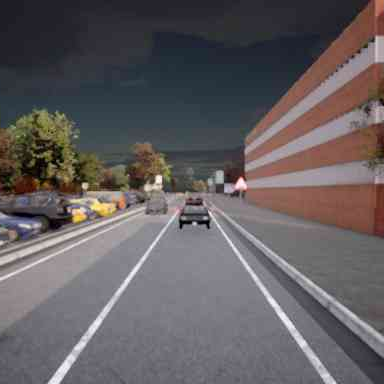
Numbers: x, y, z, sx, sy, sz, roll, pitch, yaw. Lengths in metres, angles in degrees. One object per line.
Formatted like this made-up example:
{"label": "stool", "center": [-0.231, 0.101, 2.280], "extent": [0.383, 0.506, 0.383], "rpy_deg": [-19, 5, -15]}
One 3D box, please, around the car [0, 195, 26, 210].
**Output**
{"label": "car", "center": [-21.843, 1.175, 37.755], "extent": [5.008, 1.535, 2.097], "rpy_deg": [0, 1, 0]}

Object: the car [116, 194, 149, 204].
{"label": "car", "center": [-9.262, 1.065, 51.947], "extent": [4.674, 1.452, 2.002], "rpy_deg": [0, 1, 0]}

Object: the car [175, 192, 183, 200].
{"label": "car", "center": [-2.685, 0.827, 72.896], "extent": [1.882, 1.535, 5.008], "rpy_deg": [0, 1, 1]}

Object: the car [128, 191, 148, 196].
{"label": "car", "center": [-9.262, 1.057, 49.120], "extent": [5.008, 1.535, 2.097], "rpy_deg": [0, 1, 0]}

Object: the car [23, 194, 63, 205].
{"label": "car", "center": [-21.847, 1.059, 49.048], "extent": [4.892, 1.521, 2.231], "rpy_deg": [0, 1, 0]}

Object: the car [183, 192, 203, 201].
{"label": "car", "center": [0.289, 0.956, 41.087], "extent": [2.097, 1.767, 4.553], "rpy_deg": [0, -6, 0]}

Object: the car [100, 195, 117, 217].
{"label": "car", "center": [-9.105, 1.285, 26.515], "extent": [5.366, 1.575, 1.946], "rpy_deg": [0, 1, 0]}

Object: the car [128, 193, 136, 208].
{"label": "car", "center": [-9.250, 1.204, 37.818], "extent": [4.792, 1.488, 2.163], "rpy_deg": [0, 1, 0]}

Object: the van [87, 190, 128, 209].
{"label": "van", "center": [-9.399, 0.977, 34.990], "extent": [4.442, 1.987, 1.878], "rpy_deg": [0, 1, 0]}

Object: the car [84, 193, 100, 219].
{"label": "car", "center": [-9.325, 1.191, 23.689], "extent": [4.553, 1.767, 2.185], "rpy_deg": [0, 1, 0]}

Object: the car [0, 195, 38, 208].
{"label": "car", "center": [-21.840, 1.147, 40.578], "extent": [5.008, 1.535, 2.097], "rpy_deg": [0, 1, 0]}

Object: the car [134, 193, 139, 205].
{"label": "car", "center": [-9.279, 1.186, 40.644], "extent": [4.674, 1.452, 2.002], "rpy_deg": [0, 1, 0]}

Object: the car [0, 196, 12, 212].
{"label": "car", "center": [-21.880, 1.233, 34.931], "extent": [4.792, 1.488, 2.163], "rpy_deg": [0, 1, 0]}

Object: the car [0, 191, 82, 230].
{"label": "car", "center": [-9.328, 1.123, 18.036], "extent": [5.566, 2.045, 2.435], "rpy_deg": [0, 1, 0]}

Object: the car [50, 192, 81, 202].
{"label": "car", "center": [-21.769, 0.828, 57.526], "extent": [4.553, 1.767, 2.185], "rpy_deg": [0, 0, 0]}

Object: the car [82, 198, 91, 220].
{"label": "car", "center": [-9.482, 1.343, 20.865], "extent": [5.366, 1.575, 1.946], "rpy_deg": [0, 1, 0]}

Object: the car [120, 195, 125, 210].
{"label": "car", "center": [-9.283, 1.271, 32.167], "extent": [4.674, 1.452, 2.002], "rpy_deg": [0, 1, 0]}

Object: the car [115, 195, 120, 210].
{"label": "car", "center": [-9.474, 1.257, 29.342], "extent": [5.366, 1.575, 1.946], "rpy_deg": [0, 1, 0]}

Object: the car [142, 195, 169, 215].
{"label": "car", "center": [-3.234, 1.311, 31.481], "extent": [1.837, 1.490, 4.892], "rpy_deg": [0, 0, 0]}

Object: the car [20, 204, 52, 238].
{"label": "car", "center": [-9.305, 1.443, 15.214], "extent": [4.674, 1.452, 2.002], "rpy_deg": [0, 1, 0]}

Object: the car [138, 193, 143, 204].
{"label": "car", "center": [-9.271, 1.157, 43.470], "extent": [4.674, 1.452, 2.002], "rpy_deg": [0, 1, 0]}

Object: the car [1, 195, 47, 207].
{"label": "car", "center": [-21.838, 1.119, 43.402], "extent": [4.892, 1.521, 2.231], "rpy_deg": [0, 1, 0]}

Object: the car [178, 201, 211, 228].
{"label": "car", "center": [0.153, 1.485, 21.034], "extent": [1.895, 1.301, 4.718], "rpy_deg": [0, 1, 0]}

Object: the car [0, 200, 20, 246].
{"label": "car", "center": [-9.337, 1.306, 12.387], "extent": [4.553, 1.767, 2.185], "rpy_deg": [0, 1, 0]}
